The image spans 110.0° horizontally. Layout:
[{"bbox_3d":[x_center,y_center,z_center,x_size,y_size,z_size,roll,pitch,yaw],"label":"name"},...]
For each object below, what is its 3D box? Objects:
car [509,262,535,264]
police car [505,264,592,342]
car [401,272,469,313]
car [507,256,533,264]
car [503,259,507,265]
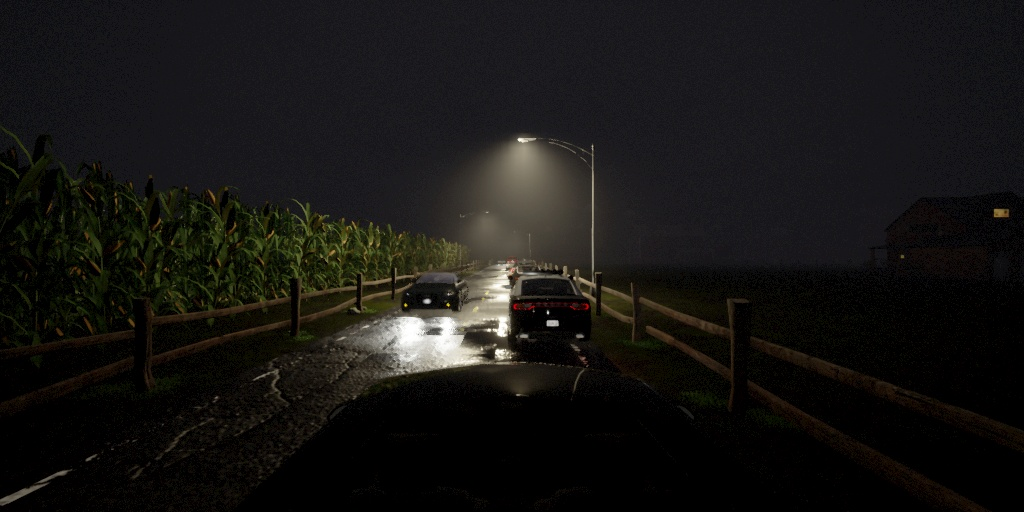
[{"bbox_3d":[0.855,1.255,19.830,1.837,1.490,4.892,0,0,0],"label":"car"},{"bbox_3d":[0.837,1.175,9.940,1.930,1.638,5.238,0,0,0],"label":"police car"},{"bbox_3d":[-2.830,1.313,13.919,1.994,1.385,4.181,0,0,0],"label":"car"},{"bbox_3d":[0.865,1.101,25.801,2.097,1.767,4.553,0,0,0],"label":"car"},{"bbox_3d":[0.125,1.373,48.134,1.895,1.301,4.718,0,0,1],"label":"car"}]
